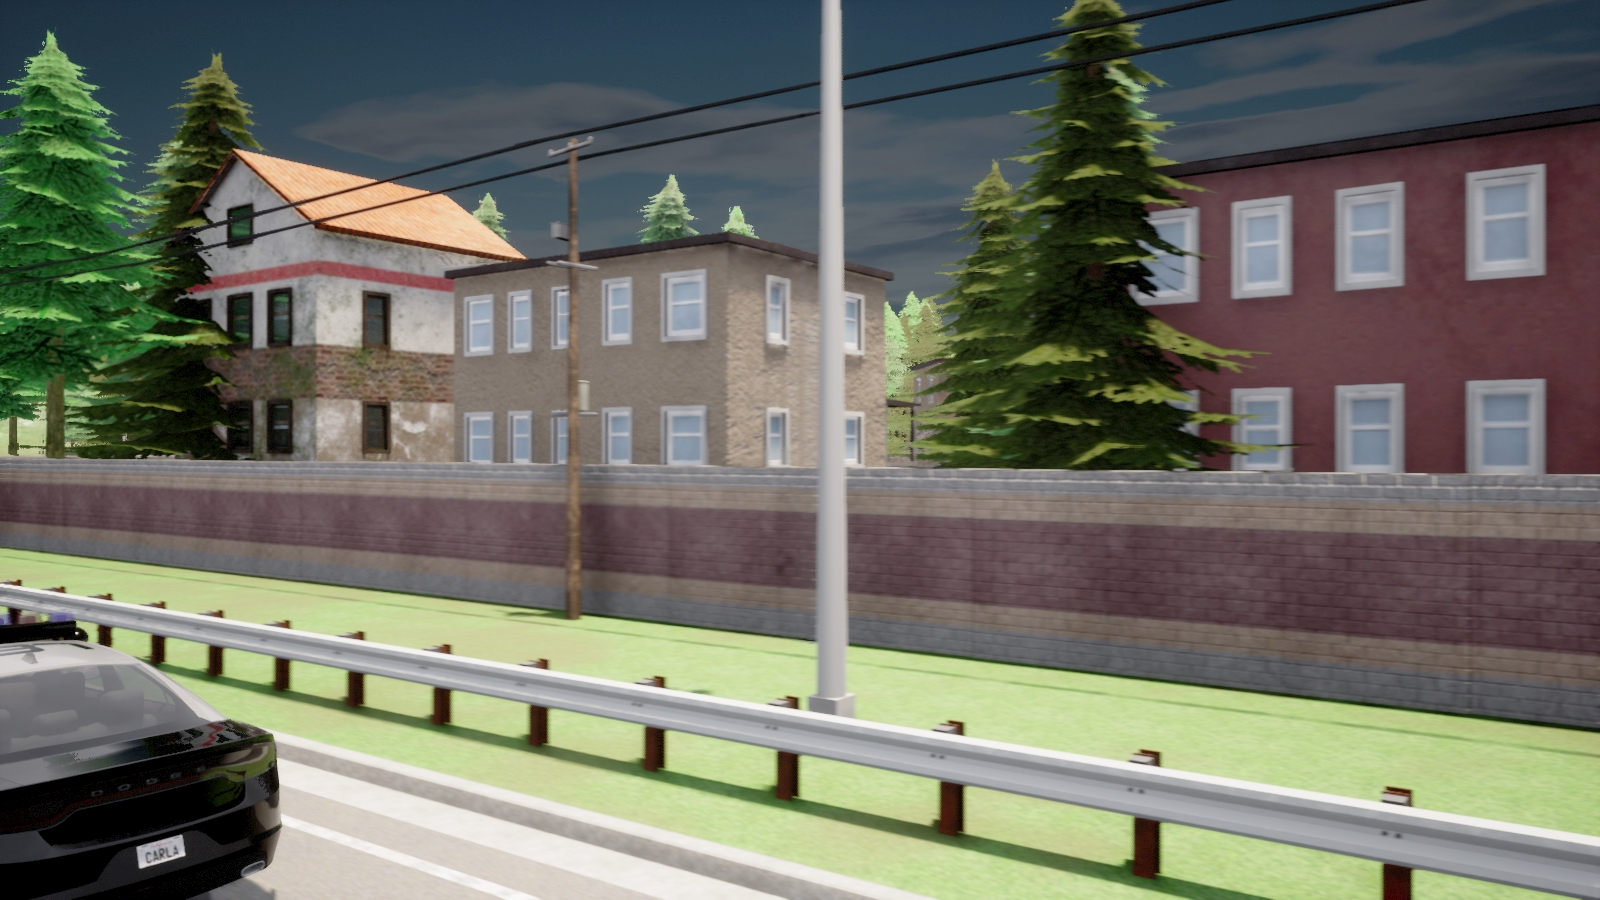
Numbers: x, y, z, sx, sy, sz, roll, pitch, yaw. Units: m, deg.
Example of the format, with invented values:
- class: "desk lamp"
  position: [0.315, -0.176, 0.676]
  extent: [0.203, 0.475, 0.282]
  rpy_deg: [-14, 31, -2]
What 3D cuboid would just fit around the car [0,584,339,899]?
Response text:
- class: "car"
  position: [-5.596, 1.982, 7.704]
  extent: [5.238, 1.638, 2.097]
  rpy_deg: [0, 0, 35]
